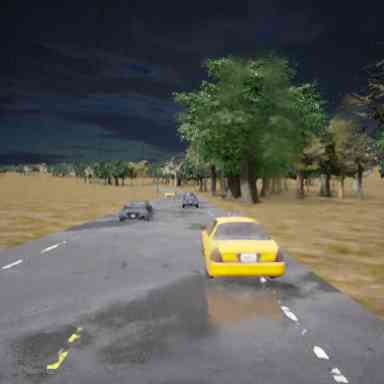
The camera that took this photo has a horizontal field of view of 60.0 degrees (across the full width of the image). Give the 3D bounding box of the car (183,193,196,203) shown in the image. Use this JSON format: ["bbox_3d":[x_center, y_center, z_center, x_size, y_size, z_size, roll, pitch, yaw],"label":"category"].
[{"bbox_3d":[-0.410,0.840,49.088,1.812,1.442,4.674,0,1,-1],"label":"car"}]

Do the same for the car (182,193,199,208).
[{"bbox_3d":[-0.184,1.038,38.117,2.033,1.411,5.357,0,1,-1],"label":"car"}]

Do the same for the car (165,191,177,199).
[{"bbox_3d":[-4.245,0.546,64.257,1.882,1.535,5.008,0,1,-1],"label":"car"}]

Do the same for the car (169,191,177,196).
[{"bbox_3d":[-4.732,0.318,84.388,1.895,1.301,4.718,0,1,-2],"label":"car"}]

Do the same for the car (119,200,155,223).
[{"bbox_3d":[-3.700,1.280,22.837,1.994,1.385,4.181,0,1,0],"label":"car"}]

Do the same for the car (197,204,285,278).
[{"bbox_3d":[1.207,1.341,9.684,1.801,1.575,5.366,0,1,0],"label":"car"}]
